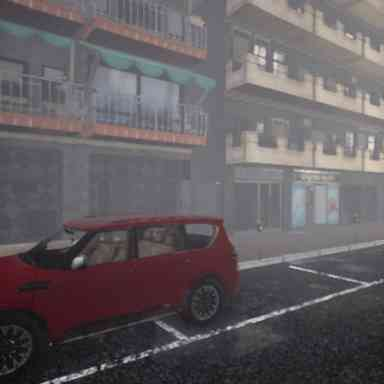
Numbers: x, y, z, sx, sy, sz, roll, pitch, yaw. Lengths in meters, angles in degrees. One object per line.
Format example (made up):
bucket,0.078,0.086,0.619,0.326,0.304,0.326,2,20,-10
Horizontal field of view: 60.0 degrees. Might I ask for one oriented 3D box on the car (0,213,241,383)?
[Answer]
car,-1.409,1.326,5.556,5.009,1.841,2.192,0,0,-35
